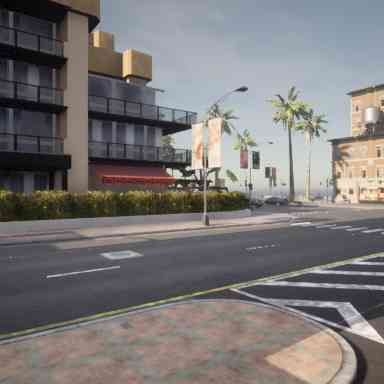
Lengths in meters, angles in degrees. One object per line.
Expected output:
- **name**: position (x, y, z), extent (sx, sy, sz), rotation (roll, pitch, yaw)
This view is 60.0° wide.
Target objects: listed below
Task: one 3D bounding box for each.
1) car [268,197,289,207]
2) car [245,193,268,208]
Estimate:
- **car**: position (13.083, 1.505, 52.555), extent (1.837, 1.490, 4.892), rotation (0, 0, -35)
- **car**: position (7.692, 1.223, 47.706), extent (2.150, 2.045, 5.566), rotation (0, 0, -35)
